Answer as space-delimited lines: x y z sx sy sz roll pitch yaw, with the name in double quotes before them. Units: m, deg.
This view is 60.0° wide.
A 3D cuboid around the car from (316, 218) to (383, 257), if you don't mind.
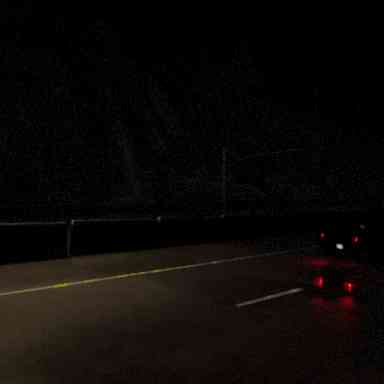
"car" 7.127 1.669 13.225 4.718 1.301 1.895 0 0 -35
